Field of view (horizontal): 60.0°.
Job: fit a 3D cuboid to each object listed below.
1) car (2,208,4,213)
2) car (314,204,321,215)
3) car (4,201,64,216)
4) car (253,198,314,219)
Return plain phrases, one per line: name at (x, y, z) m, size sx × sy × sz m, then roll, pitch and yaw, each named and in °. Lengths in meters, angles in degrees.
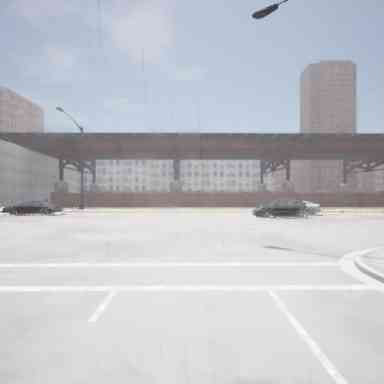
car at (-19.889, 1.215, 28.834) m, size 5.566 × 2.045 × 2.150 m, roll 0°, pitch 0°, yaw 1°
car at (9.965, 1.518, 31.993) m, size 4.674 × 1.442 × 1.812 m, roll 0°, pitch 0°, yaw 1°
car at (-15.367, 1.540, 32.285) m, size 5.357 × 1.411 × 2.033 m, roll 0°, pitch 0°, yaw 1°
car at (7.573, 1.346, 28.530) m, size 4.553 × 1.767 × 2.097 m, roll 0°, pitch 0°, yaw 1°
